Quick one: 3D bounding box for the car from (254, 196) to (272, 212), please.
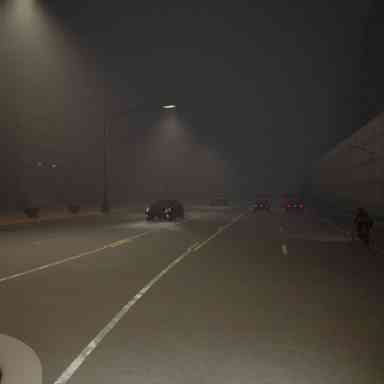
[{"bbox_3d":[8.151,1.547,38.604,2.033,1.411,5.357,0,0,14],"label":"car"}]

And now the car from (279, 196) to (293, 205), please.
[{"bbox_3d":[16.416,1.491,58.118,2.128,1.511,4.902,0,0,14],"label":"car"}]

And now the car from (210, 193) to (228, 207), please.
[{"bbox_3d":[4.397,1.226,53.214,2.150,2.045,5.566,0,0,14],"label":"car"}]

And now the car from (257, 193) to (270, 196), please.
[{"bbox_3d":[10.561,1.221,48.880,2.150,2.045,5.566,0,0,14],"label":"car"}]

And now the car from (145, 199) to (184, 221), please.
[{"bbox_3d":[-2.115,1.352,26.856,2.097,1.767,4.553,0,0,14],"label":"car"}]

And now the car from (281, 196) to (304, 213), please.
[{"bbox_3d":[11.540,1.547,37.679,2.033,1.411,5.357,0,0,14],"label":"car"}]

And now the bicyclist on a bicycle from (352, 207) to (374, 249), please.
[{"bbox_3d":[6.910,1.437,13.471,0.582,1.620,1.656,1,-2,-1],"label":"bicyclist on a bicycle"}]

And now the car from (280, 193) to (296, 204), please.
[{"bbox_3d":[13.961,1.221,48.051,2.150,2.045,5.566,0,0,14],"label":"car"}]
